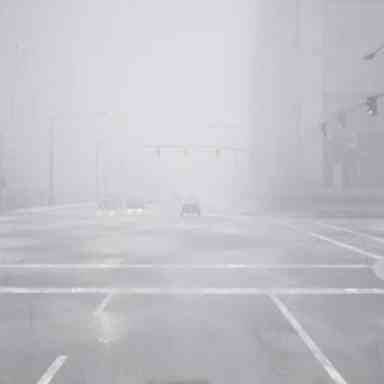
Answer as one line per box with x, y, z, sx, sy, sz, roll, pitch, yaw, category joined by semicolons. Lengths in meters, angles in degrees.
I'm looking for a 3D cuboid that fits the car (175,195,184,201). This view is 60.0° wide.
-3.037;1.352;80.187;1.895;1.301;4.718;0;0;1;car

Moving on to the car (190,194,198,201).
0.462;1.257;80.102;1.837;1.490;4.892;0;0;1;car

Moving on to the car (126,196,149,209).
-7.201;1.478;43.128;1.994;1.385;4.181;0;0;1;car

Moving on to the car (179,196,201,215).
-0.120;1.461;32.794;1.812;1.442;4.674;0;0;0;car

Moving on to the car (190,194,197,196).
0.299;1.381;69.732;2.128;1.511;4.902;0;0;1;car

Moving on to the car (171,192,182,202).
-3.204;1.083;69.544;2.150;2.045;5.566;0;0;1;car

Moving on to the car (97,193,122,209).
-10.695;1.137;43.530;2.150;2.045;5.566;0;0;2;car

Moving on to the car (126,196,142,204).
-10.395;1.446;59.831;1.994;1.385;4.181;0;0;1;car

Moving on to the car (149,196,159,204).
-6.912;1.431;58.925;2.033;1.411;5.357;0;0;2;car
